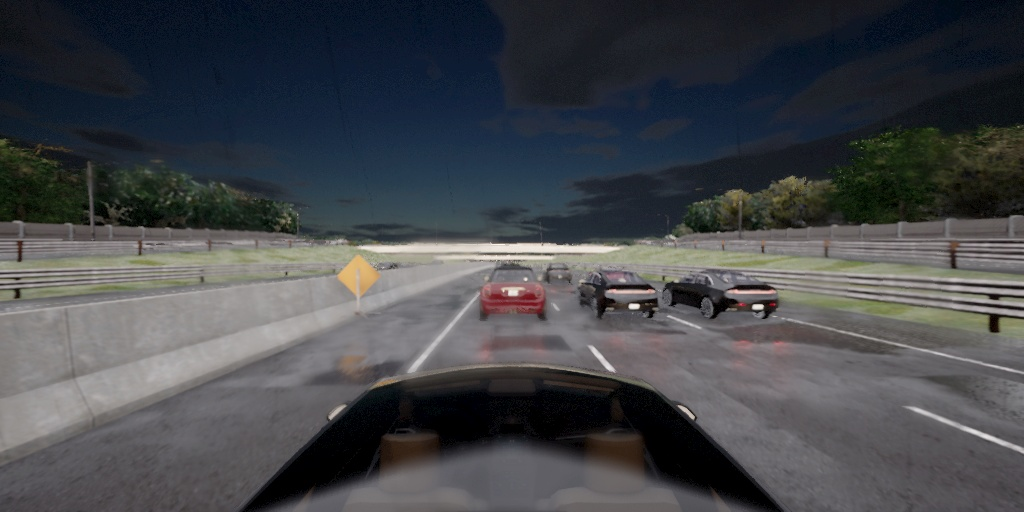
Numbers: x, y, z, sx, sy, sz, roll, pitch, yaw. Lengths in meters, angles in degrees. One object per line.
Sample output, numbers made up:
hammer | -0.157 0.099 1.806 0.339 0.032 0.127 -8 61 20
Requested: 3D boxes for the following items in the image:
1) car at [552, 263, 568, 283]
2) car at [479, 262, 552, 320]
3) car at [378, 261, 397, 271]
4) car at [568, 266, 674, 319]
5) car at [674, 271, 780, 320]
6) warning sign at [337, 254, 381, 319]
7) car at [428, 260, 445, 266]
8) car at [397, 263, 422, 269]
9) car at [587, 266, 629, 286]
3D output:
car | 3.483 1.312 28.074 2.128 1.511 4.902 0 0 0
car | 0.047 1.115 12.759 2.097 1.767 4.553 0 0 0
car | -17.843 1.537 52.048 2.128 1.511 4.902 0 -1 0
car | 3.547 1.256 12.818 2.128 1.511 4.902 0 0 0
car | 7.046 1.255 12.687 2.128 1.511 4.902 0 0 0
warning sign | -4.563 0.877 10.680 1.300 1.860 1.060 0 0 0
car | -10.849 1.396 51.904 2.097 1.767 4.553 0 -1 0
car | -14.340 1.633 51.002 1.895 1.301 4.718 0 -1 0
car | 6.984 1.412 26.654 1.895 1.301 4.718 0 0 0
